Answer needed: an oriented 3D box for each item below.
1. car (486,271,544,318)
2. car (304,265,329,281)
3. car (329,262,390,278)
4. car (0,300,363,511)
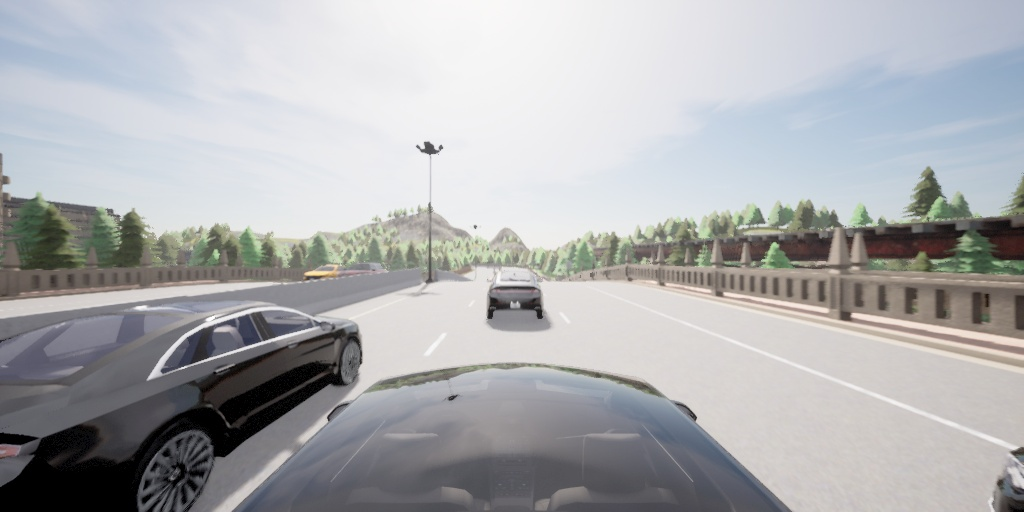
[{"bbox_3d":[0.101,1.295,13.210,2.128,1.511,4.902,0,0,0],"label":"car"},{"bbox_3d":[-14.092,1.436,27.841,1.882,1.535,5.008,0,-2,0],"label":"car"},{"bbox_3d":[-10.593,1.248,25.420,2.097,1.767,4.553,0,-1,0],"label":"car"},{"bbox_3d":[-3.402,1.253,4.090,2.128,1.511,4.902,0,0,0],"label":"car"}]
